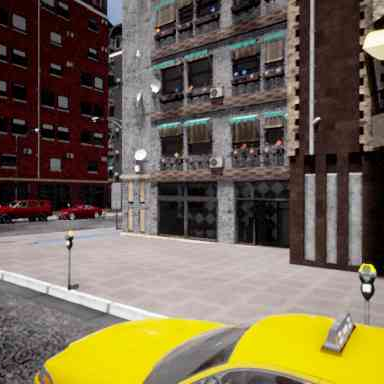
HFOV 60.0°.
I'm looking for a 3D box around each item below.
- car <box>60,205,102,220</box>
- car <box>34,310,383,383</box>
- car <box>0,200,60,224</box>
[{"bbox_3d":[-10.840,1.911,32.274,1.887,1.381,4.507,-1,-2,35],"label":"car"},{"bbox_3d":[0.754,1.525,2.337,4.829,1.417,1.752,0,0,36],"label":"car"},{"bbox_3d":[-14.136,1.579,27.635,2.192,1.841,5.009,-1,-2,35],"label":"car"}]
